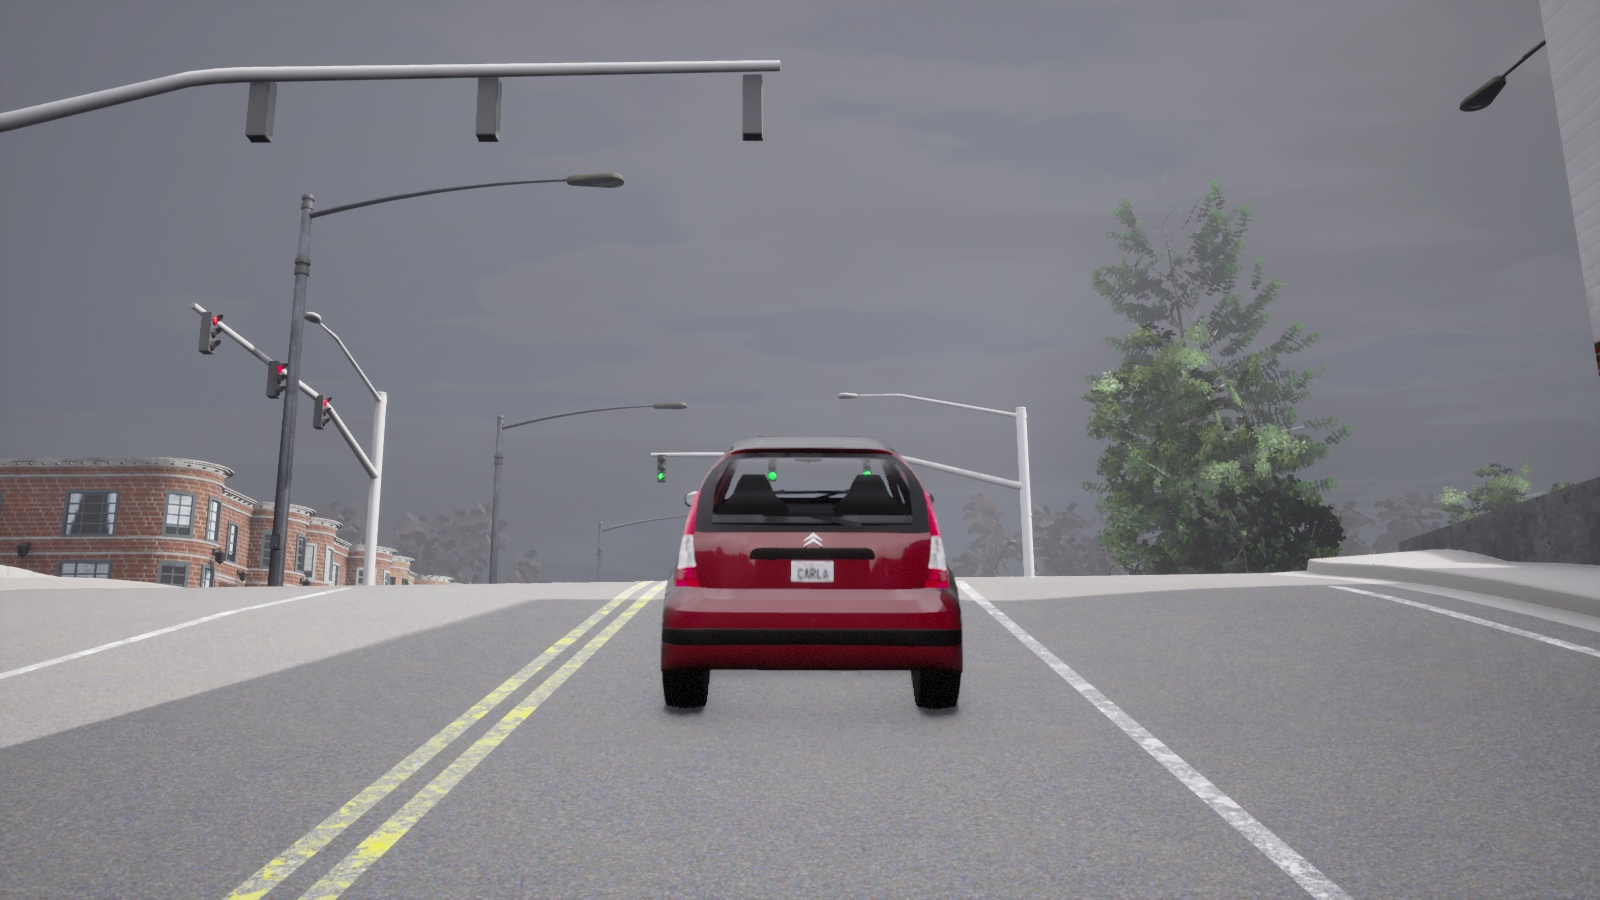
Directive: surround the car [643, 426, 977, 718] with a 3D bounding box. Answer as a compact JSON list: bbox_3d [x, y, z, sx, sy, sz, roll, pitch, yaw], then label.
[{"bbox_3d":[0.054,0.679,8.985,1.851,1.617,3.988,0,0,0],"label":"car"}]
